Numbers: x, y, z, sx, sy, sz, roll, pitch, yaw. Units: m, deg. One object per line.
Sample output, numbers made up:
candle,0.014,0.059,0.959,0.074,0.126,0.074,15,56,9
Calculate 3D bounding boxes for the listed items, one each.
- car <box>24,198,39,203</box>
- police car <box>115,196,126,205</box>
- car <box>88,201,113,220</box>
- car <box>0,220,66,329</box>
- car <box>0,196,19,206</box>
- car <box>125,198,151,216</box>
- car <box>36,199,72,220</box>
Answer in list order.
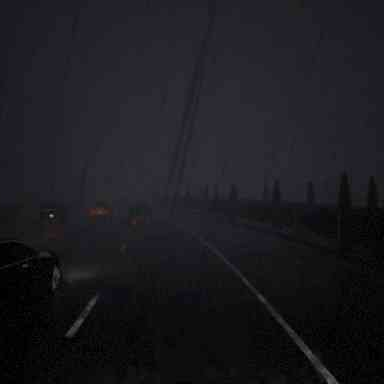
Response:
car,-26.099,1.623,54.613,1.895,1.301,4.718,0,0,-15
police car,-12.120,1.408,56.741,1.930,1.638,5.238,0,0,-16
car,-7.809,1.474,28.526,1.882,1.535,5.008,0,0,-15
car,-3.803,1.510,5.761,1.837,1.490,4.892,0,0,-4
car,-29.509,1.384,53.785,2.097,1.767,4.553,0,0,-15
car,-5.296,1.511,32.780,1.812,1.442,4.674,0,0,-15
car,-11.039,1.511,27.063,1.837,1.490,4.892,0,0,-14
